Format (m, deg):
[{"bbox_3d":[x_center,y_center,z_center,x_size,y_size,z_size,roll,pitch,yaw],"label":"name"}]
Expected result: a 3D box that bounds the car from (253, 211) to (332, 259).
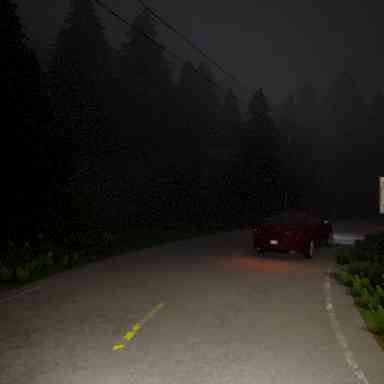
[{"bbox_3d":[4.055,1.485,12.883,1.882,1.535,5.008,0,0,34],"label":"car"}]
